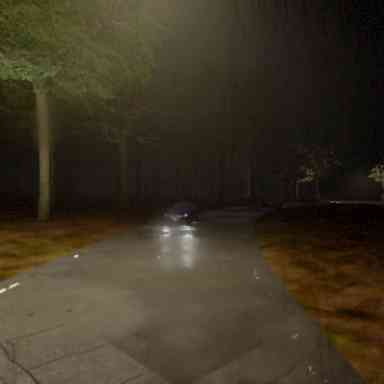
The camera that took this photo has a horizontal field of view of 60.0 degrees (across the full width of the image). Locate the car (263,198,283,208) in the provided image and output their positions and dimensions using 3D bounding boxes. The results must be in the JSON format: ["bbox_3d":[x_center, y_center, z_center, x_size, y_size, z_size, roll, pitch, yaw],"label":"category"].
[{"bbox_3d":[11.590,1.481,47.364,1.994,1.385,4.181,0,0,28],"label":"car"}]

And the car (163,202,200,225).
[{"bbox_3d":[-0.605,1.467,23.689,1.812,1.442,4.674,0,0,13],"label":"car"}]

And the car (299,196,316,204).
[{"bbox_3d":[21.816,1.496,62.760,1.837,1.490,4.892,1,0,40],"label":"car"}]
